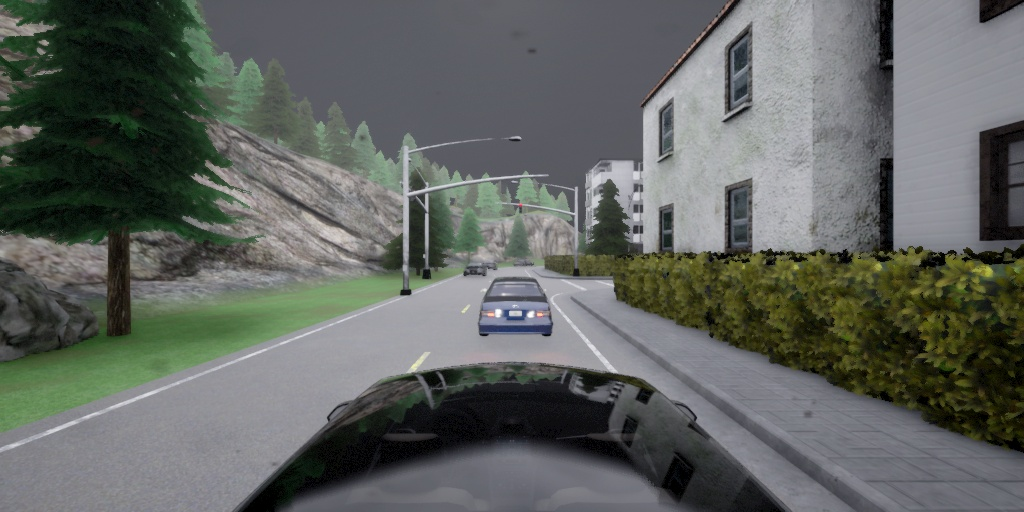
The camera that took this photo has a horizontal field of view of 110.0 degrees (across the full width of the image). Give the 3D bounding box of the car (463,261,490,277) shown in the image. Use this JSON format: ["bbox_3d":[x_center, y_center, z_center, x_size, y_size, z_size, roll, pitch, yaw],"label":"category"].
[{"bbox_3d":[-3.527,1.313,34.832,1.994,1.385,4.181,0,0,1],"label":"car"}]

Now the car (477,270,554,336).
[{"bbox_3d":[0.088,1.297,10.313,2.033,1.411,5.357,0,0,0],"label":"car"}]

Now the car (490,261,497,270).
[{"bbox_3d":[-3.163,1.313,48.746,1.994,1.385,4.181,0,0,4],"label":"car"}]
